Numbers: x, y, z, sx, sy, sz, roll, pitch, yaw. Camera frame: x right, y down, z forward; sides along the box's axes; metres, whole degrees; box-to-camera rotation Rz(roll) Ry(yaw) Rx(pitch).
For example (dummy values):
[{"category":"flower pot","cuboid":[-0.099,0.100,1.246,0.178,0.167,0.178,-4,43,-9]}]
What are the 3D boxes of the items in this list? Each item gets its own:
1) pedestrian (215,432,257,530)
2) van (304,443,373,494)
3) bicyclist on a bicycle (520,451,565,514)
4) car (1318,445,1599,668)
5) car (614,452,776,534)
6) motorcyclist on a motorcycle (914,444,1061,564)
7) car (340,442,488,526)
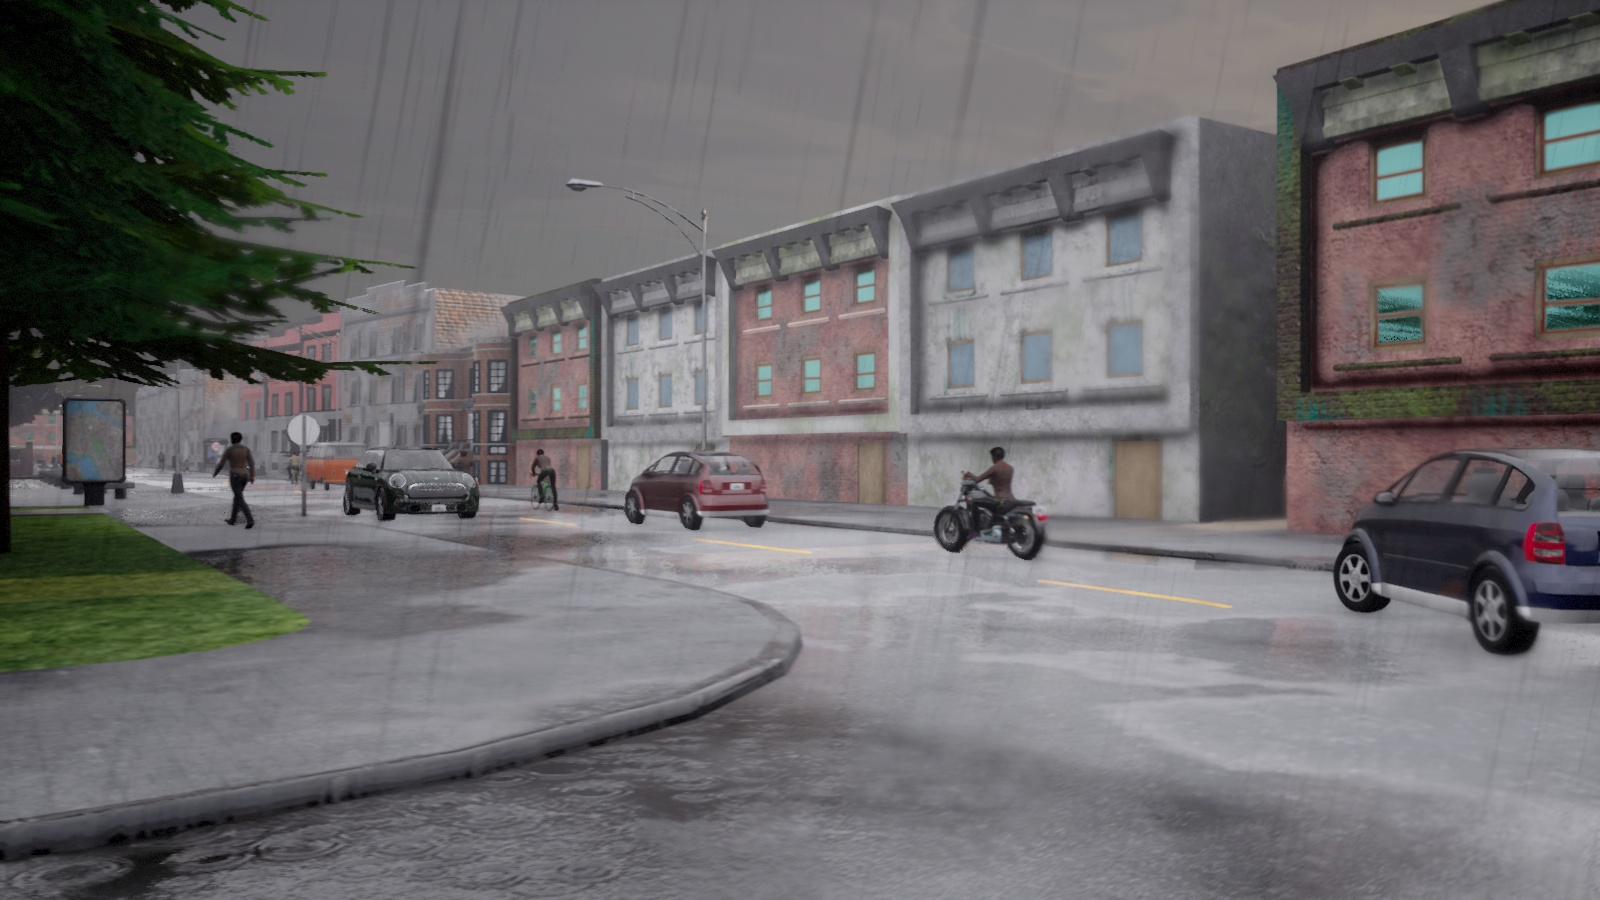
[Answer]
[{"category":"pedestrian","cuboid":[-10.466,0.567,23.299,0.869,1.805,0.328,0,0,36]},{"category":"van","cuboid":[-19.204,0.738,52.165,1.775,1.987,4.442,0,0,-33]},{"category":"bicyclist on a bicycle","cuboid":[-6.771,0.832,32.984,0.582,1.620,1.656,0,0,-33]},{"category":"car","cuboid":[5.969,0.742,10.547,1.789,1.549,3.705,0,0,2]},{"category":"car","cuboid":[-2.243,0.823,25.999,1.789,1.549,3.705,0,0,-33]},{"category":"motorcyclist on a motorcycle","cuboid":[2.701,0.751,18.380,0.766,1.649,2.350,0,-1,-32]},{"category":"car","cuboid":[-9.032,0.732,29.117,2.097,1.767,4.553,0,0,-33]}]
